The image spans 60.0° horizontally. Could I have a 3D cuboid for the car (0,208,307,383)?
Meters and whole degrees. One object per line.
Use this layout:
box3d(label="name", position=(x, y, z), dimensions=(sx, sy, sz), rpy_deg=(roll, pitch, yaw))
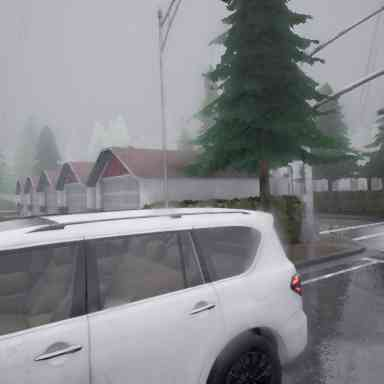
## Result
box3d(label="car", position=(-1.340, 1.241, 3.036), dimensions=(5.566, 2.045, 2.150), rpy_deg=(-1, 0, -34))
